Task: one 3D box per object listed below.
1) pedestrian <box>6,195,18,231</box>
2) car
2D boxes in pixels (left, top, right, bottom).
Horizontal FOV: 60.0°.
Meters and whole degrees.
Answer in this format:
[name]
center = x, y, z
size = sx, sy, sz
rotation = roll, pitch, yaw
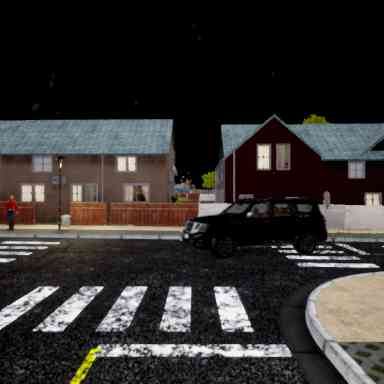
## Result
[pedestrian]
center = -9.334, 1.053, 17.157
size = 0.375, 1.860, 0.375
rotation = 0, 0, 1
[car]
center = 2.432, 1.257, 12.686
size = 5.566, 2.045, 2.150
rotation = 1, -1, -18
